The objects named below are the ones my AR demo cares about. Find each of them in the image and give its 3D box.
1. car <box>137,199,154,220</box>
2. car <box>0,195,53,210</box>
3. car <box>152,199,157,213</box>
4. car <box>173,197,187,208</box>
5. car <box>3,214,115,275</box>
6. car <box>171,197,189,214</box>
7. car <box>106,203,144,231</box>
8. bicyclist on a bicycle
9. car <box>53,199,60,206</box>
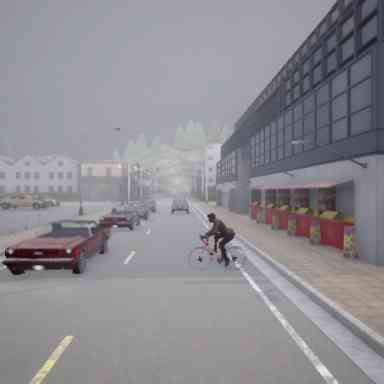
[{"bbox_3d":[-4.495,1.557,27.243,1.994,1.385,4.181,0,0,-2],"label":"car"},{"bbox_3d":[-19.079,1.155,37.847,5.027,1.636,2.152,0,0,-2],"label":"car"},{"bbox_3d":[-4.867,1.477,36.244,2.128,1.511,4.902,0,0,-2],"label":"car"},{"bbox_3d":[-1.753,1.485,48.209,1.837,1.490,4.892,0,0,-2],"label":"car"},{"bbox_3d":[-3.954,1.597,10.590,1.895,1.301,4.718,0,0,-2],"label":"car"},{"bbox_3d":[-1.264,1.533,35.940,2.033,1.411,5.357,0,0,-2],"label":"car"},{"bbox_3d":[-4.334,1.593,20.594,1.895,1.301,4.718,0,0,-2],"label":"car"},{"bbox_3d":[0.715,1.427,9.431,1.656,1.620,0.582,0,0,-2],"label":"bicyclist on a bicycle"},{"bbox_3d":[-19.650,1.231,44.248,3.806,1.475,1.970,0,0,-2],"label":"car"}]
